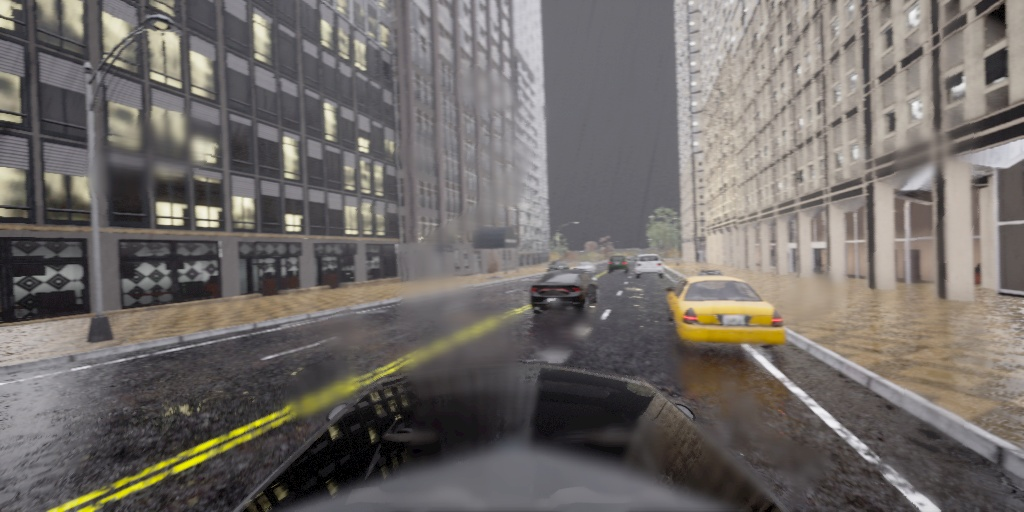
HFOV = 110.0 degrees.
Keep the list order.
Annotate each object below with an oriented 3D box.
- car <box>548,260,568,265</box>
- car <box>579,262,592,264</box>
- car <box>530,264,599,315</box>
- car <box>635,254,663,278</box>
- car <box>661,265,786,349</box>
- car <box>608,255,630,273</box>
[{"bbox_3d":[5.429,1.298,42.092,2.097,1.767,4.553,-2,0,20],"label":"car"},{"bbox_3d":[8.330,1.367,40.564,1.812,1.442,4.674,-2,-1,20],"label":"car"},{"bbox_3d":[2.178,1.273,13.952,1.882,1.535,5.008,-2,0,20],"label":"car"},{"bbox_3d":[12.377,0.863,32.364,2.150,2.045,5.566,-2,0,21],"label":"car"},{"bbox_3d":[4.863,1.118,8.848,1.801,1.575,5.366,-2,-1,20],"label":"car"},{"bbox_3d":[12.575,0.940,42.177,2.150,2.045,5.566,-2,-1,20],"label":"car"}]
